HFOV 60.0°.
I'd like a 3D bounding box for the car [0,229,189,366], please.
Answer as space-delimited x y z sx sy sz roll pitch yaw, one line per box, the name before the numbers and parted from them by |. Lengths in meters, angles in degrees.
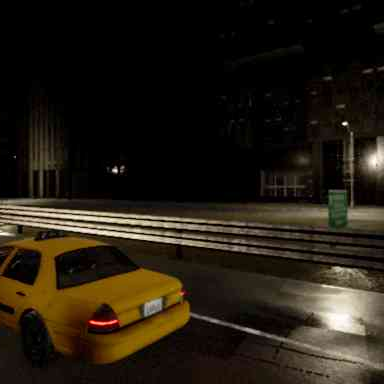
car | -2.577 1.418 5.713 5.366 1.575 1.801 1 0 36
